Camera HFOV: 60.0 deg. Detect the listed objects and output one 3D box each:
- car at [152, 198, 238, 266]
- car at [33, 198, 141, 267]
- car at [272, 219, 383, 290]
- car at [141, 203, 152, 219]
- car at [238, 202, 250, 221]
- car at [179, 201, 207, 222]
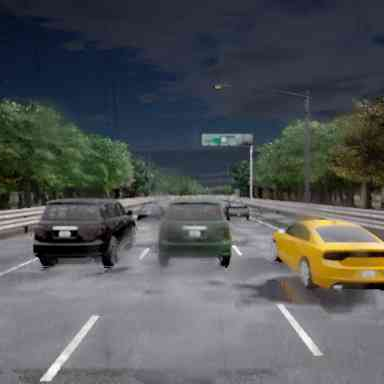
[{"bbox_3d":[0.089,1.233,11.680,2.150,2.045,5.566,0,0,0],"label":"car"},{"bbox_3d":[-3.414,1.233,11.640,2.150,2.045,5.566,0,0,0],"label":"car"},{"bbox_3d":[3.573,1.488,9.155,1.882,1.535,5.008,0,0,1],"label":"car"},{"bbox_3d":[-3.408,1.605,28.242,1.994,1.385,4.181,0,0,0],"label":"car"},{"bbox_3d":[3.591,1.532,27.754,2.128,1.511,4.902,0,0,0],"label":"car"},{"bbox_3d":[0.091,1.532,27.771,2.128,1.511,4.902,0,0,0],"label":"car"}]
